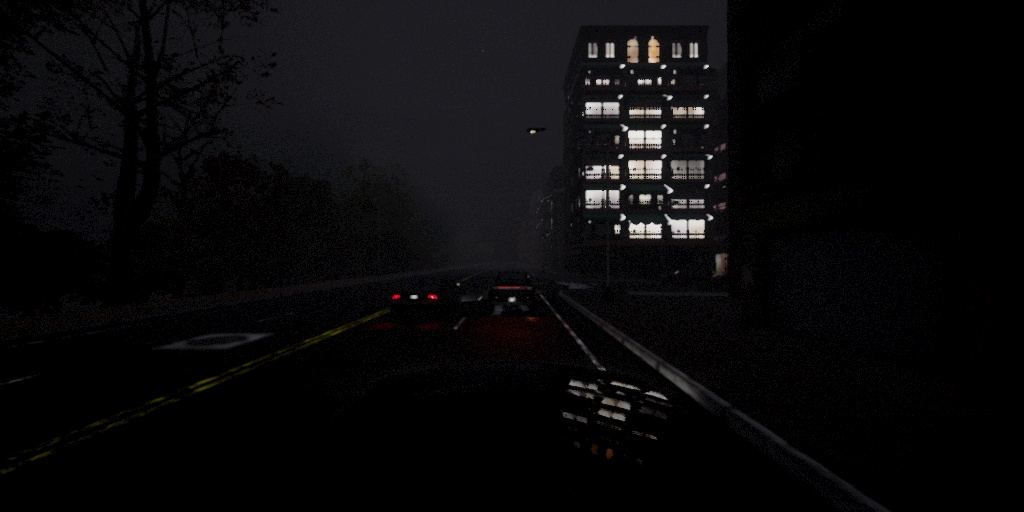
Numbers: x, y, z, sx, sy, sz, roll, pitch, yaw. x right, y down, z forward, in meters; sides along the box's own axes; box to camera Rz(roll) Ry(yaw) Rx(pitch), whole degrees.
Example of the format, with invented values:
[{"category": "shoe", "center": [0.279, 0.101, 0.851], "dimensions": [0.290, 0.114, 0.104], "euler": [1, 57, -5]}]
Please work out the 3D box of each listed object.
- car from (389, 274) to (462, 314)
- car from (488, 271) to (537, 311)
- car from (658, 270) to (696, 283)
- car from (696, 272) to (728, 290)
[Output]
[{"category": "car", "center": [-3.239, 1.431, 14.370], "dimensions": [2.033, 1.411, 5.357], "euler": [0, -1, 0]}, {"category": "car", "center": [0.023, 1.386, 15.339], "dimensions": [2.128, 1.511, 4.902], "euler": [0, 0, 1]}, {"category": "car", "center": [16.283, 1.956, 34.421], "dimensions": [4.207, 1.307, 1.802], "euler": [0, 0, 0]}, {"category": "car", "center": [16.334, 1.832, 26.074], "dimensions": [4.507, 1.381, 1.888], "euler": [0, 0, 0]}]
